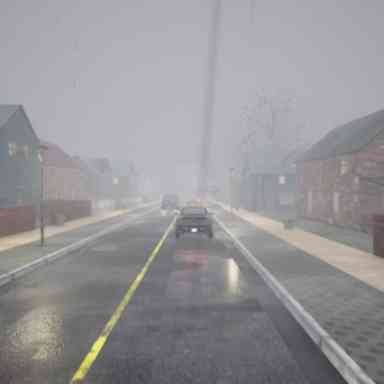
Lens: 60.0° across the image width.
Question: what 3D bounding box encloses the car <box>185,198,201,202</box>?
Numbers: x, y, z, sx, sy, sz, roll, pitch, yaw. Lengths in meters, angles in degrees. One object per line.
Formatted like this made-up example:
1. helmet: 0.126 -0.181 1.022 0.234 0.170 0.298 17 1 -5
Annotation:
1. car: 0.101 1.483 43.874 1.882 1.535 5.008 0 0 0

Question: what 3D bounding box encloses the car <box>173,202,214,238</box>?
1. car: 0.101 1.506 17.743 1.837 1.490 4.892 0 0 0

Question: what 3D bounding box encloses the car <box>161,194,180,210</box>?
1. car: -2.837 1.226 44.314 2.150 2.045 5.566 0 0 0
